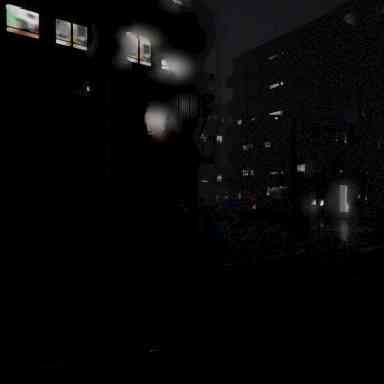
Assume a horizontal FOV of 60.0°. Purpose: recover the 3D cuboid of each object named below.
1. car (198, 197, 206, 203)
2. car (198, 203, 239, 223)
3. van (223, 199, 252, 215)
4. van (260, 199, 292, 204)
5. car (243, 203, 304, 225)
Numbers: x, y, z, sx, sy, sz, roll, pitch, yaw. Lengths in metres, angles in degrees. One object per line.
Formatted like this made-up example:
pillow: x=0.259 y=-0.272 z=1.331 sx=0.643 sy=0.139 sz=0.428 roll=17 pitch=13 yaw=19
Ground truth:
car: x=-0.482 y=1.643 z=41.311 sx=2.150 sy=2.045 sz=5.566 roll=0 pitch=-1 yaw=-36
car: x=1.699 y=1.874 z=28.653 sx=1.802 sy=1.307 sz=4.206 roll=-1 pitch=0 yaw=-36
van: x=5.096 y=1.676 z=38.095 sx=1.690 sy=1.788 sz=3.998 roll=-1 pitch=0 yaw=-36
van: x=8.424 y=1.602 z=33.589 sx=1.690 sy=1.788 sz=3.998 roll=-1 pitch=0 yaw=-36
car: x=6.486 y=1.824 z=26.511 sx=1.895 sy=1.301 sz=4.718 roll=0 pitch=-1 yaw=-37
